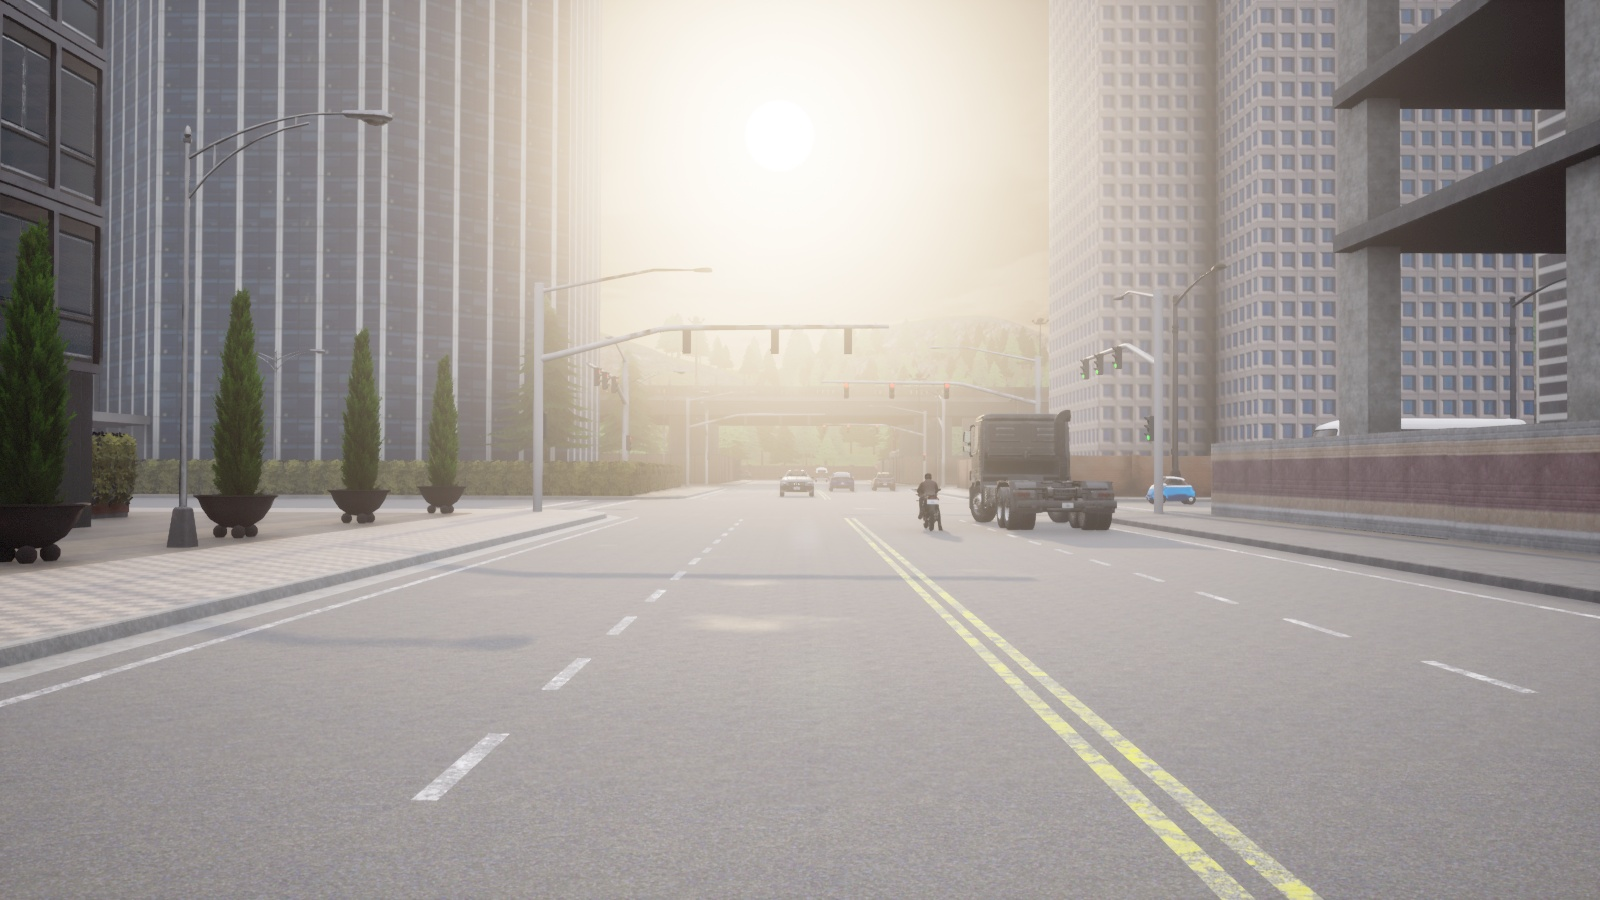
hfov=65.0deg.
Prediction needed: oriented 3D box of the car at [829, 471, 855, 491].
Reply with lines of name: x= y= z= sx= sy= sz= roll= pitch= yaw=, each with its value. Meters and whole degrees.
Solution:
car: x=3.270 y=2.425 z=98.267 sx=1.882 sy=1.535 sz=5.008 roll=0 pitch=-1 yaw=0

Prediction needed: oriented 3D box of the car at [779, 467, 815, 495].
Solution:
car: x=-0.183 y=1.908 z=78.435 sx=2.152 sy=1.651 sz=5.027 roll=0 pitch=-1 yaw=0

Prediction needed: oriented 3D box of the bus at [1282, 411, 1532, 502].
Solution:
bus: x=29.482 y=0.349 z=61.421 sx=10.273 sy=4.253 sz=3.944 roll=0 pitch=-1 yaw=0

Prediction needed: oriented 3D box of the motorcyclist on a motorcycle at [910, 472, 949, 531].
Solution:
motorcyclist on a motorcycle: x=3.422 y=1.341 z=33.315 sx=0.797 sy=1.523 sz=2.044 roll=0 pitch=-1 yaw=0

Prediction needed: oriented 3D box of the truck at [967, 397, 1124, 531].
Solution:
truck: x=6.892 y=0.416 z=36.473 sx=2.891 sy=3.462 sz=7.936 roll=0 pitch=-1 yaw=-1

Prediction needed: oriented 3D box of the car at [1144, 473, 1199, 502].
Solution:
car: x=18.165 y=1.826 z=61.453 sx=2.207 sy=1.376 sz=1.481 roll=0 pitch=-1 yaw=0
